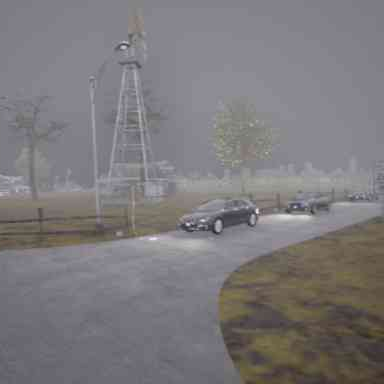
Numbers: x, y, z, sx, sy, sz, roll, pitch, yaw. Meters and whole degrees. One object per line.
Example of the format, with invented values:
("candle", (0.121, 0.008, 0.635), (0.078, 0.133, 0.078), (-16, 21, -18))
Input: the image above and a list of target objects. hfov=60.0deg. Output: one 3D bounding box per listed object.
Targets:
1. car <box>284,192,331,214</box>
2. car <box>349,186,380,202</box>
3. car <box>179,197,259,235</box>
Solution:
("car", (8.116, 0.727, 23.307), (1.994, 1.385, 4.181), (-2, 1, 43))
("car", (17.110, 0.170, 33.003), (1.837, 1.490, 4.892), (-2, 1, 43))
("car", (1.407, 1.046, 15.979), (1.837, 1.490, 4.892), (-2, 1, 41))
